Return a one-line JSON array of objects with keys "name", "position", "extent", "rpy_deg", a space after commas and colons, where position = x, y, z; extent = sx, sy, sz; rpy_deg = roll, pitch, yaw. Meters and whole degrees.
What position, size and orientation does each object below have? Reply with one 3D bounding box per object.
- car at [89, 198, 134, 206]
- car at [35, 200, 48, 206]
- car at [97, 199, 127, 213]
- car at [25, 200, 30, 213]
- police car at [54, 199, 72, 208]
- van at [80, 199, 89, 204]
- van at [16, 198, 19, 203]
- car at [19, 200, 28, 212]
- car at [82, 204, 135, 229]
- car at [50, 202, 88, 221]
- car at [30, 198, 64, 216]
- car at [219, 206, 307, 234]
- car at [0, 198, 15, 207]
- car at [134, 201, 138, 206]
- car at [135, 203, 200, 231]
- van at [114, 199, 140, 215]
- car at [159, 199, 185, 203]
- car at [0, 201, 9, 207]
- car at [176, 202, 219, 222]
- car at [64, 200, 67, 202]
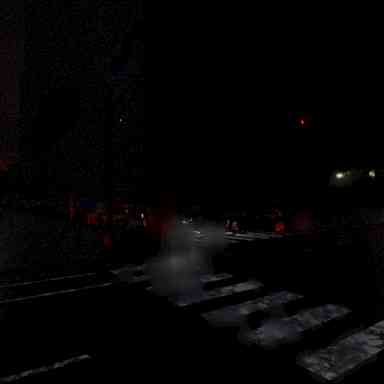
[{"name": "car", "position": [-7.567, 1.744, 30.903], "extent": [2.097, 1.767, 4.553], "rpy_deg": [0, -1, -35]}, {"name": "car", "position": [-37.740, 2.709, 83.434], "extent": [2.008, 1.369, 4.403], "rpy_deg": [-1, 0, -35]}, {"name": "car", "position": [-11.156, 1.874, 46.084], "extent": [2.192, 1.841, 5.009], "rpy_deg": [-1, 0, -35]}, {"name": "car", "position": [-20.491, 2.195, 44.463], "extent": [1.887, 1.381, 4.507], "rpy_deg": [-1, 0, -35]}, {"name": "police car", "position": [-25.432, 2.306, 65.456], "extent": [1.930, 1.638, 5.238], "rpy_deg": [0, -1, -35]}, {"name": "van", "position": [-17.042, 2.036, 54.383], "extent": [1.690, 1.788, 3.998], "rpy_deg": [-1, 0, -35]}, {"name": "van", "position": [-26.158, 2.122, 52.427], "extent": [1.690, 1.788, 3.998], "rpy_deg": [-1, 0, -35]}, {"name": "car", "position": [-23.324, 2.156, 48.445], "extent": [1.967, 1.590, 4.097], "rpy_deg": [-1, 0, -35]}, {"name": "car", "position": [-6.236, 1.842, 24.416], "extent": [1.752, 1.417, 4.829], "rpy_deg": [-1, 0, -35]}, {"name": "car", "position": [-11.996, 2.003, 32.518], "extent": [2.008, 1.369, 4.403], "rpy_deg": [-1, 0, -35]}, {"name": "car", "position": [-17.665, 1.900, 40.482], "extent": [2.192, 1.841, 5.009], "rpy_deg": [-1, 0, -35]}, {"name": "car", "position": [4.355, 1.640, 19.912], "extent": [4.892, 1.490, 1.837], "rpy_deg": [-2, 1, 40]}, {"name": "car", "position": [-41.269, 2.666, 73.684], "extent": [1.887, 1.381, 4.507], "rpy_deg": [-1, 0, -35]}, {"name": "car", "position": [-5.264, 2.003, 37.786], "extent": [1.802, 1.307, 4.206], "rpy_deg": [-1, 0, -35]}, {"name": "car", "position": [-1.807, 1.758, 22.839], "extent": [1.837, 1.490, 4.892], "rpy_deg": [0, -1, -35]}, {"name": "van", "position": [-8.213, 1.831, 41.935], "extent": [1.690, 1.788, 3.998], "rpy_deg": [-1, 0, -35]}, {"name": "car", "position": [-2.327, 1.667, 33.637], "extent": [2.192, 1.841, 5.009], "rpy_deg": [-1, 0, -35]}, {"name": "car", "position": [-44.383, 2.770, 78.066], "extent": [1.802, 1.307, 4.206], "rpy_deg": [-1, 0, -35]}, {"name": "car", "position": [0.622, 1.827, 29.487], "extent": [1.887, 1.381, 4.507], "rpy_deg": [-1, 0, -35]}, {"name": "car", "position": [-20.965, 1.927, 49.883], "extent": [2.150, 2.045, 5.566], "rpy_deg": [0, -1, -35]}]
